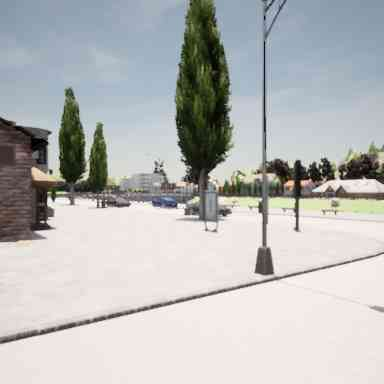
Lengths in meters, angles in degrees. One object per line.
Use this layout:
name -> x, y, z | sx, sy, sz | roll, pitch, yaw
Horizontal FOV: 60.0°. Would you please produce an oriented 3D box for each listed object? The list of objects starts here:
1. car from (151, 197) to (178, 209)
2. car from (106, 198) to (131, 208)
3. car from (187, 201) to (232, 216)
car -> -3.914, 1.490, 46.222 | 1.882, 1.535, 5.008 | 0, 0, -36
car -> -10.805, 1.557, 48.681 | 2.033, 1.411, 5.357 | 0, 0, -35
car -> 1.417, 1.557, 31.598 | 2.033, 1.411, 5.357 | 0, 0, -36
